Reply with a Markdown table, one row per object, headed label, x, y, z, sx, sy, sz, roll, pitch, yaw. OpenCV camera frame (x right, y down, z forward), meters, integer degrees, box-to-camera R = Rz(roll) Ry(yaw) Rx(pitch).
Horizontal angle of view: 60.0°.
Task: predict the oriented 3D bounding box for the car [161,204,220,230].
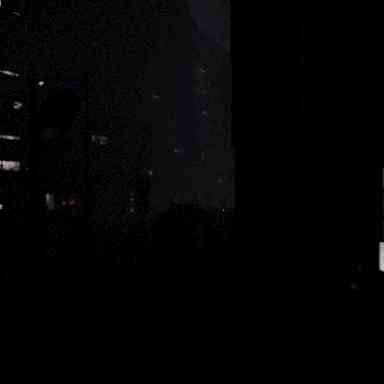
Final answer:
| label | x | y | z | sx | sy | sz | roll | pitch | yaw |
| --- | --- | --- | --- | --- | --- | --- | --- | --- | --- |
| car | -0.274 | 1.776 | 25.062 | 2.192 | 1.841 | 5.009 | -2 | -2 | 35 |

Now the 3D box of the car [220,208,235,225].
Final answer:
| label | x | y | z | sx | sy | sz | roll | pitch | yaw |
| --- | --- | --- | --- | --- | --- | --- | --- | --- | --- |
| car | 2.970 | 2.109 | 29.699 | 1.887 | 1.381 | 4.507 | -2 | -2 | 35 |

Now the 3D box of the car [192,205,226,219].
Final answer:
| label | x | y | z | sx | sy | sz | roll | pitch | yaw |
| --- | --- | --- | --- | --- | --- | --- | --- | --- | --- |
| car | 2.068 | 2.287 | 38.431 | 1.994 | 1.385 | 4.181 | 0 | -1 | 35 |

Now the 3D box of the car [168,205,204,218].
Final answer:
| label | x | y | z | sx | sy | sz | roll | pitch | yaw |
| --- | --- | --- | --- | --- | --- | --- | --- | --- | --- |
| car | -0.669 | 2.267 | 39.070 | 1.887 | 1.381 | 4.507 | -2 | -2 | 35 |

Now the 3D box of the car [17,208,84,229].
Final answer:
| label | x | y | z | sx | sy | sz | roll | pitch | yaw |
| --- | --- | --- | --- | --- | --- | --- | --- | --- | --- |
| car | -10.491 | 1.935 | 24.998 | 1.752 | 1.417 | 4.829 | -2 | -2 | 35 |

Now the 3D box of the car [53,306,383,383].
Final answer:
| label | x | y | z | sx | sy | sz | roll | pitch | yaw |
| --- | --- | --- | --- | --- | --- | --- | --- | --- | --- |
| car | 0.790 | 1.568 | 2.313 | 4.313 | 1.339 | 1.947 | 0 | 0 | 35 |
